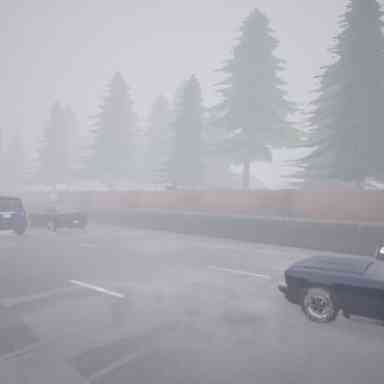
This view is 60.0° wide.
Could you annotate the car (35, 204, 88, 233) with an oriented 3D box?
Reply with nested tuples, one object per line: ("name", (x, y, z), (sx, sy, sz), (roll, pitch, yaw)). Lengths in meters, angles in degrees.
("car", (-8.237, 1.497, 20.113), (5.008, 1.535, 1.882), (0, 0, 43))

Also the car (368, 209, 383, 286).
("car", (6.838, 1.389, 7.810), (4.553, 1.767, 2.097), (0, 0, 35))

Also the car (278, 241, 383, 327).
("car", (3.940, 1.625, 5.538), (4.718, 1.301, 1.895), (0, 0, 36))

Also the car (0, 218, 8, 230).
("car", (-8.025, 1.547, 10.482), (5.357, 1.411, 2.033), (0, 0, 41))

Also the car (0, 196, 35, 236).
("car", (-10.674, 1.228, 17.572), (5.566, 2.045, 2.150), (0, 0, 43))
